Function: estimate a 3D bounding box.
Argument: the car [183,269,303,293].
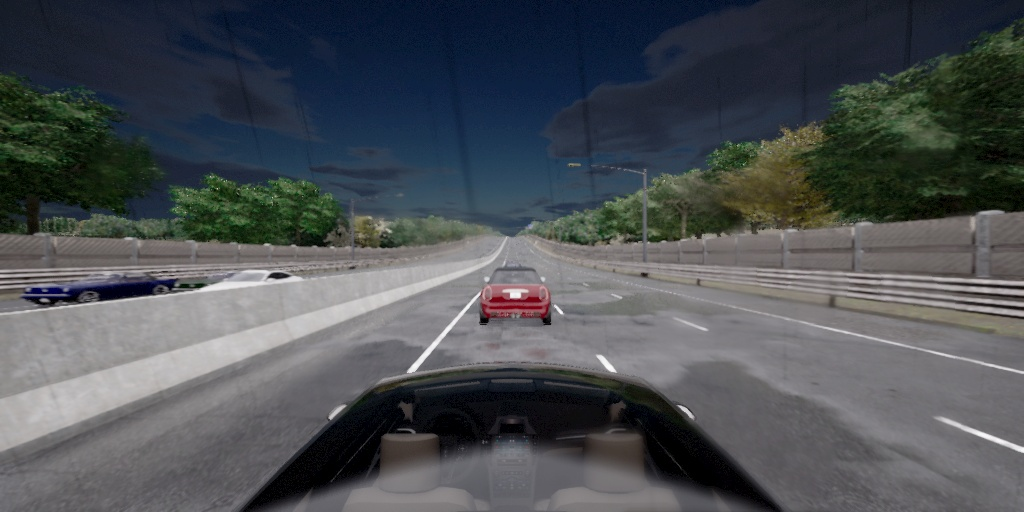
[{"bbox_3d":[-10.592,1.293,14.990,1.812,1.442,4.674,0,0,0],"label":"car"}]

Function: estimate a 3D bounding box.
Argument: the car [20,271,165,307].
[{"bbox_3d":[-17.587,1.370,15.705,1.895,1.301,4.718,0,0,0],"label":"car"}]

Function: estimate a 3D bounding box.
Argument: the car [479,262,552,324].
[{"bbox_3d":[0.099,1.113,12.088,2.097,1.767,4.553,0,0,0],"label":"car"}]

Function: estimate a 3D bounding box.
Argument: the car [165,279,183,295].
[{"bbox_3d":[-14.077,1.375,17.992,1.895,1.301,4.718,0,0,0],"label":"car"}]
